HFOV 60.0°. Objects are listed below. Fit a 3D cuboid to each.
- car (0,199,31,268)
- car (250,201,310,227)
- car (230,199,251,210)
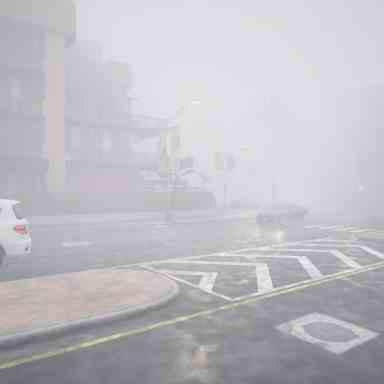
[{"bbox_3d":[-7.267,1.221,8.642,5.566,2.045,2.150,0,0,-35],"label":"car"},{"bbox_3d":[6.351,1.478,22.923,1.882,1.535,5.008,1,1,43],"label":"car"},{"bbox_3d":[6.668,1.564,41.934,1.994,1.385,4.181,0,0,-33],"label":"car"}]
